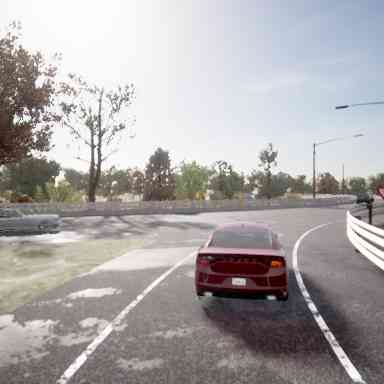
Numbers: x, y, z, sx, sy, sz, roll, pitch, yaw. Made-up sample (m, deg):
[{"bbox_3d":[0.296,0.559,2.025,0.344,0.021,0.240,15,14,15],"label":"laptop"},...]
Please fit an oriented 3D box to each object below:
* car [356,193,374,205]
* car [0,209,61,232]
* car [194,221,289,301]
[{"bbox_3d":[30.704,1.199,58.979,2.150,2.045,5.566,0,0,37],"label":"car"},{"bbox_3d":[-9.885,1.593,18.642,4.718,1.301,1.895,0,0,-23],"label":"car"},{"bbox_3d":[1.319,1.476,8.466,1.882,1.535,5.008,0,0,11],"label":"car"}]
